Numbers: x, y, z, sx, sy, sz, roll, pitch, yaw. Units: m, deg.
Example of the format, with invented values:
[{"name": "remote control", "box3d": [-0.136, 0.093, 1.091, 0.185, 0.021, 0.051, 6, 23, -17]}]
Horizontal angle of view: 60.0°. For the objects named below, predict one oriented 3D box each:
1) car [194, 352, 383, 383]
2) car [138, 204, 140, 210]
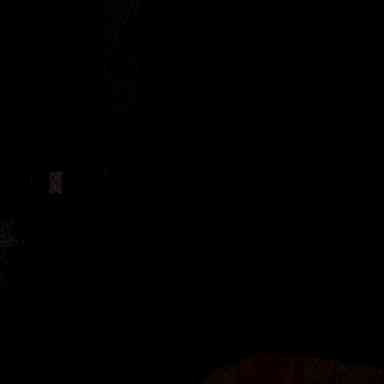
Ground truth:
[{"name": "car", "box3d": [1.941, 1.535, 1.471, 4.829, 1.417, 1.752, 1, 0, 36]}, {"name": "car", "box3d": [-3.874, 1.457, 37.066, 2.128, 1.511, 4.902, 0, 0, 36]}]
